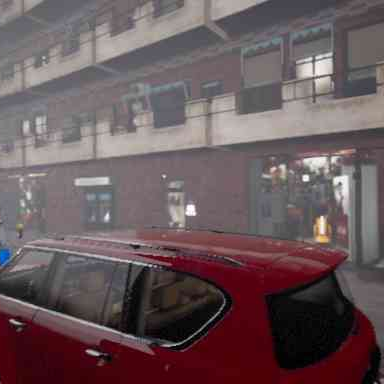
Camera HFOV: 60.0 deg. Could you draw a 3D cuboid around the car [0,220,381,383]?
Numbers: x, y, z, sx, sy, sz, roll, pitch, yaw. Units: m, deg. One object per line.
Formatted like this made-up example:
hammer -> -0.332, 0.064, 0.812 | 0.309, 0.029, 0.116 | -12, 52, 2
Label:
car -> -0.815, 1.300, 3.475 | 5.009, 1.841, 2.192 | 0, -1, 35
